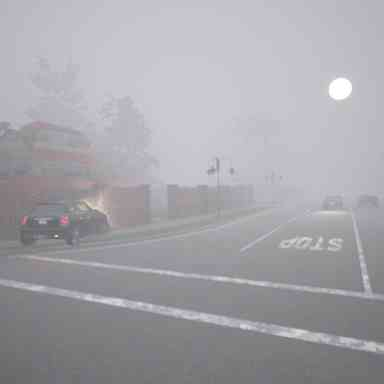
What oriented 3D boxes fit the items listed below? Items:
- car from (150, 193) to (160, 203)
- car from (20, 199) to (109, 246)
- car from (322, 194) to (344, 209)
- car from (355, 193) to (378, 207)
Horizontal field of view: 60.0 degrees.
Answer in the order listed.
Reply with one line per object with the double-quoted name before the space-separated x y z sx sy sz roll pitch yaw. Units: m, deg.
"car" -7.024 0.684 48.287 4.605 1.855 1.932 -1 0 25
"car" -5.366 1.160 14.543 2.097 1.767 4.553 0 0 6
"car" 15.077 0.983 35.454 2.128 1.511 4.902 -1 0 25
"car" 20.279 0.944 38.675 1.837 1.490 4.892 0 0 21
